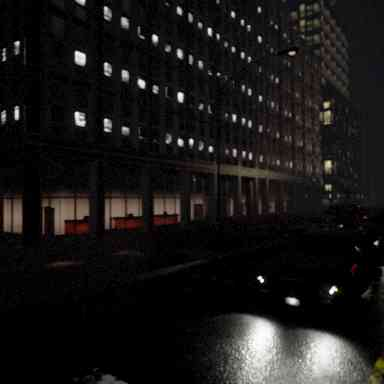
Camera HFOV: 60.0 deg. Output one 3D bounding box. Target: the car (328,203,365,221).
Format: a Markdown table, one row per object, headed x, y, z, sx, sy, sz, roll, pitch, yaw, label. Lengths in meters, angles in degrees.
| x | y | z | sx | sy | sz | roll | pitch | yaw | label |
| --- | --- | --- | --- | --- | --- | --- | --- | --- | --- |
| 9.122 | 1.615 | 19.803 | 2.192 | 1.841 | 5.009 | -1 | -1 | 38 | car |

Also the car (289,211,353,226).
| x | y | z | sx | sy | sz | roll | pitch | yaw | label |
| --- | --- | --- | --- | --- | --- | --- | --- | --- | --- |
| 5.731 | 1.798 | 15.422 | 2.008 | 1.369 | 4.403 | -1 | -1 | 38 | car |

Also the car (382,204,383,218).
| x | y | z | sx | sy | sz | roll | pitch | yaw | label |
| --- | --- | --- | --- | --- | --- | --- | --- | --- | --- |
| 22.589 | 2.040 | 37.168 | 1.752 | 1.417 | 4.829 | -1 | -1 | 38 | car |

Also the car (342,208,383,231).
| x | y | z | sx | sy | sz | roll | pitch | yaw | label |
| --- | --- | --- | --- | --- | --- | --- | --- | --- | --- |
| 12.516 | 1.904 | 24.174 | 2.008 | 1.369 | 4.403 | -1 | -1 | 38 | car |

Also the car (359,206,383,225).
| x | y | z | sx | sy | sz | roll | pitch | yaw | label |
| --- | --- | --- | --- | --- | --- | --- | --- | --- | --- |
| 15.908 | 1.952 | 28.550 | 1.887 | 1.381 | 4.507 | -1 | -1 | 38 | car |

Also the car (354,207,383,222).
| x | y | z | sx | sy | sz | roll | pitch | yaw | label |
| --- | --- | --- | --- | --- | --- | --- | --- | --- | --- |
| 9.595 | 1.699 | 16.195 | 1.882 | 1.535 | 5.008 | -2 | -1 | 38 | car |

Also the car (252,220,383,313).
| x | y | z | sx | sy | sz | roll | pitch | yaw | label |
| --- | --- | --- | --- | --- | --- | --- | --- | --- | --- |
| 3.485 | 1.674 | 8.304 | 2.033 | 1.411 | 5.357 | -2 | -1 | 38 | car |
